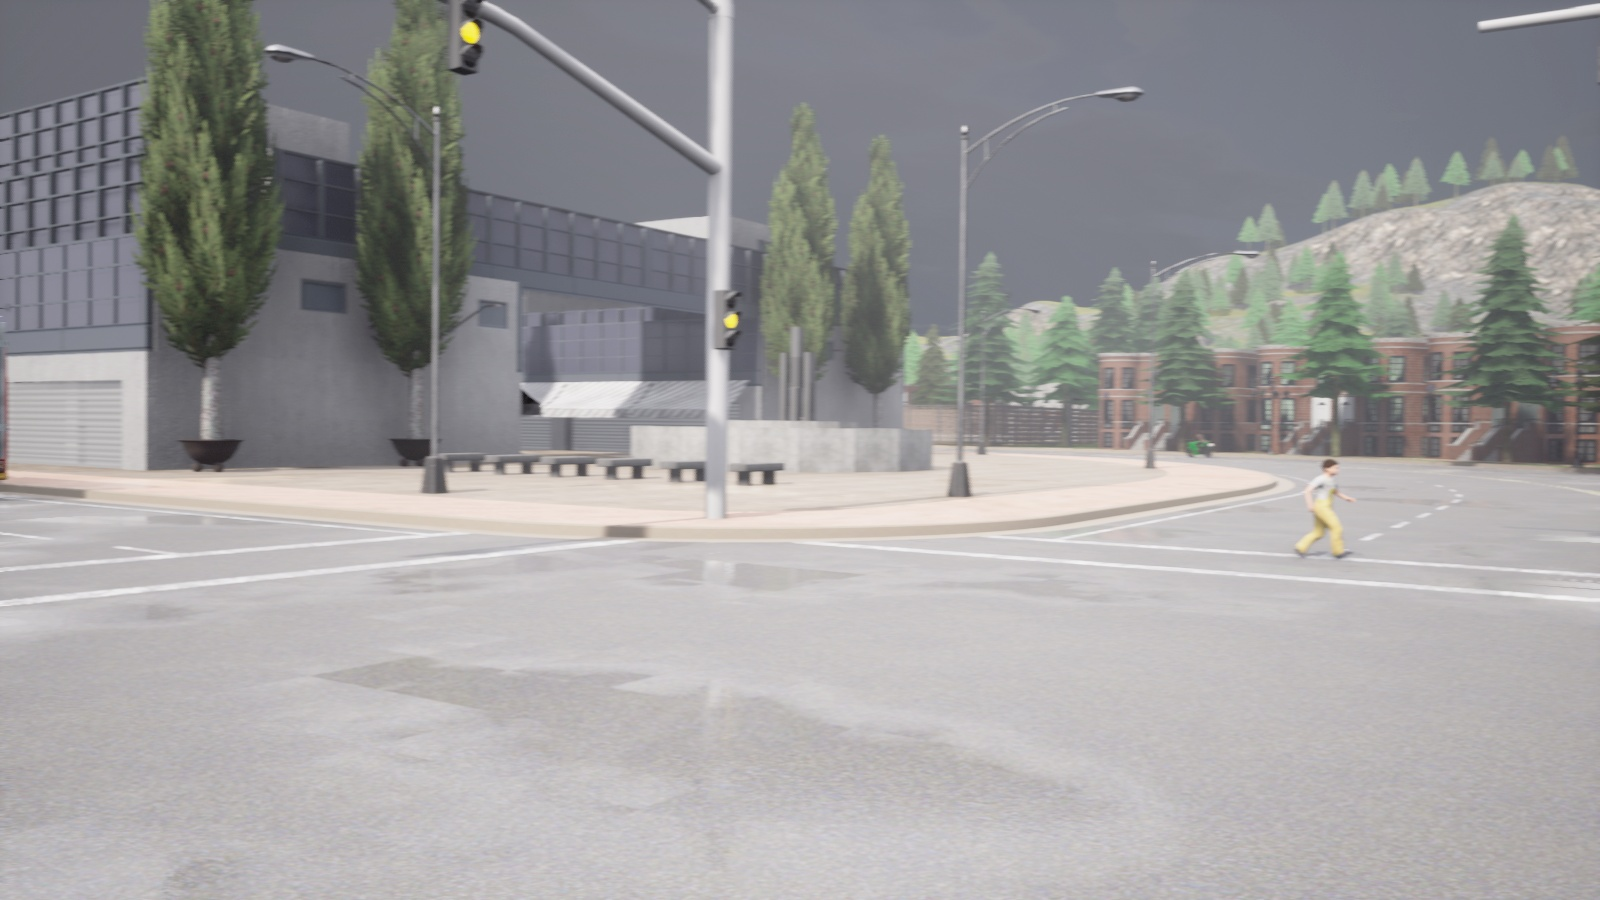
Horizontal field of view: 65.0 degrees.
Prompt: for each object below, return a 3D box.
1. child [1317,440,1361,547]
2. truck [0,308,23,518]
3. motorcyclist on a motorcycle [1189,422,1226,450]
[{"bbox_3d":[6.492,0.512,15.135,0.437,1.263,0.270,0,1,36],"label":"child"},{"bbox_3d":[-18.694,-0.656,24.310,8.468,3.827,2.891,0,1,34],"label":"truck"},{"bbox_3d":[22.504,-0.770,69.348,0.797,1.523,2.044,-1,1,-23],"label":"motorcyclist on a motorcycle"}]
